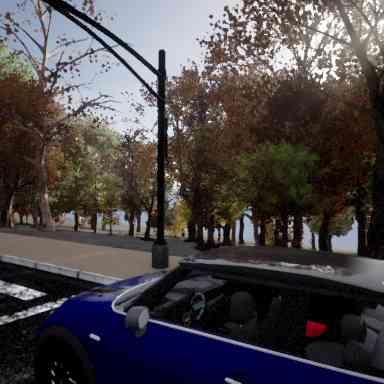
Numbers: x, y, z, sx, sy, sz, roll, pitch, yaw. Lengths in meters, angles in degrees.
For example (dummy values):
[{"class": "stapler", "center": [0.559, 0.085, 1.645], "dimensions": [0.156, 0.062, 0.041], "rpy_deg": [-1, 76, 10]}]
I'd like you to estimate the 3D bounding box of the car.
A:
[{"class": "car", "center": [0.452, 1.351, 3.337], "dimensions": [4.553, 1.767, 2.097], "rpy_deg": [0, 0, 34]}]
